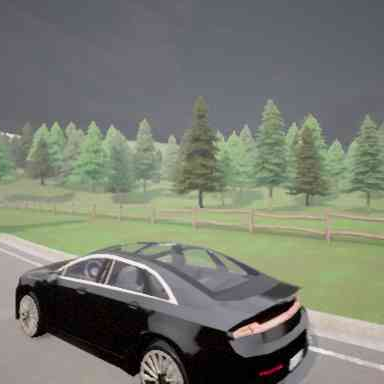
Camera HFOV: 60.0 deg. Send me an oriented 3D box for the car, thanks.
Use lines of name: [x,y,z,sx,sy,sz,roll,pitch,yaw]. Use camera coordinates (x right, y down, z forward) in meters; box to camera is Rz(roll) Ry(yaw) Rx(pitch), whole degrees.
car: [-0.817,1.501,4.902,4.902,1.511,2.128,-1,0,39]
